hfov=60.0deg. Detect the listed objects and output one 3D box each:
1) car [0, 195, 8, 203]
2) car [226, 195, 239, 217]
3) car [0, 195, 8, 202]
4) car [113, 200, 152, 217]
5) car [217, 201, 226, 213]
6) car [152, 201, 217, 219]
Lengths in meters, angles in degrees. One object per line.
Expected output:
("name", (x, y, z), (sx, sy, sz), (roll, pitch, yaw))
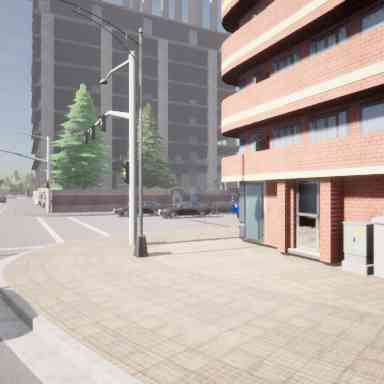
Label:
("car", (-38.048, 1.590, 65.876), (1.895, 1.301, 4.718), (0, 0, -27))
("car", (6.111, 1.276, 29.017), (5.566, 2.045, 2.150), (0, 0, -27))
("car", (-42.592, 1.494, 74.722), (1.837, 1.490, 4.892), (0, 0, -27))
("car", (-4.959, 1.545, 31.501), (4.902, 1.511, 2.128), (0, 0, -27))
("car", (2.996, 1.618, 35.519), (4.181, 1.385, 1.994), (0, 0, -28))
("car", (-0.650, 1.545, 29.755), (4.902, 1.511, 2.128), (0, 0, -27))
